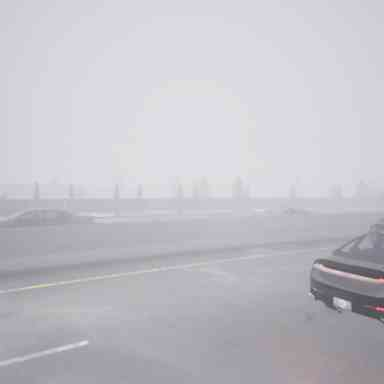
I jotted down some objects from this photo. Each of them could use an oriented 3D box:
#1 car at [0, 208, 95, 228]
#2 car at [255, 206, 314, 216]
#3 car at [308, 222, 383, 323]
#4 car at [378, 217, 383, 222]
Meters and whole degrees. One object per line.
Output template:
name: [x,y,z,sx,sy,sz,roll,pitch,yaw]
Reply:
car: [-7.306,1.466,15.777,5.357,1.411,2.033,0,0,-33]
car: [5.261,1.517,18.878,4.181,1.385,1.994,0,0,-26]
car: [4.360,1.484,6.295,4.902,1.511,2.128,0,0,-31]
car: [8.899,1.493,12.678,4.892,1.490,1.837,0,0,-26]
